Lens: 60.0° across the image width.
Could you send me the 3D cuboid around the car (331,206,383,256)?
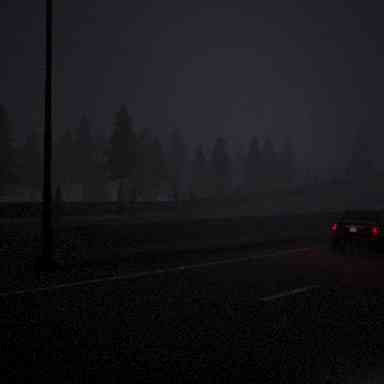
[{"bbox_3d":[7.779,1.417,13.725,4.553,1.767,2.097,-1,0,-35],"label":"car"}]
